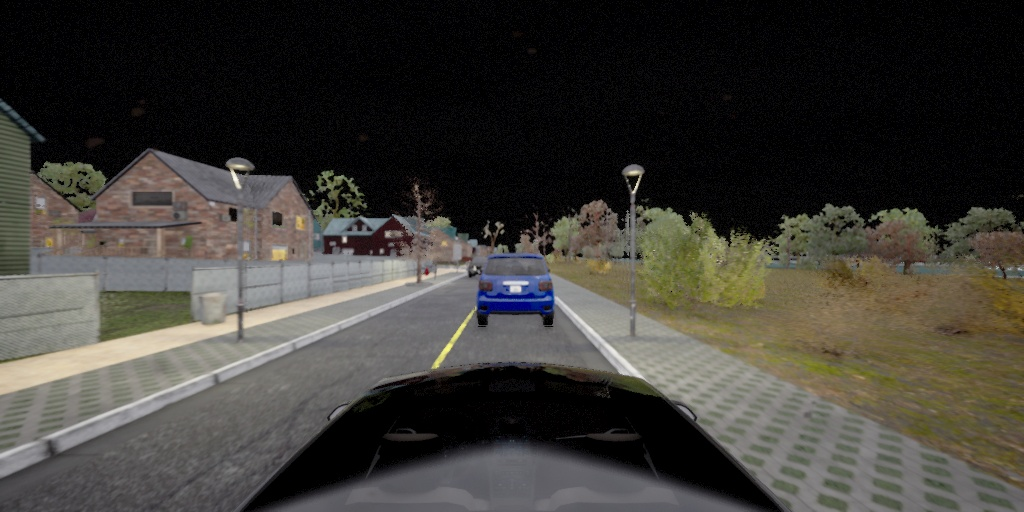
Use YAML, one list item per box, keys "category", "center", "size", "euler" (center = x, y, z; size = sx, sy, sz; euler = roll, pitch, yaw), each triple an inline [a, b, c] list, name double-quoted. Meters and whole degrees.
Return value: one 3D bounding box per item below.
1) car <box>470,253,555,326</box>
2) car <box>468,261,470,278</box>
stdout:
- category: "car"
  center: [0.094, 0.947, 11.738]
  size: [2.150, 2.045, 5.566]
  euler: [0, 0, 0]
- category: "car"
  center: [-2.760, 1.002, 33.416]
  size: [2.150, 2.045, 5.566]
  euler: [0, 0, 0]
